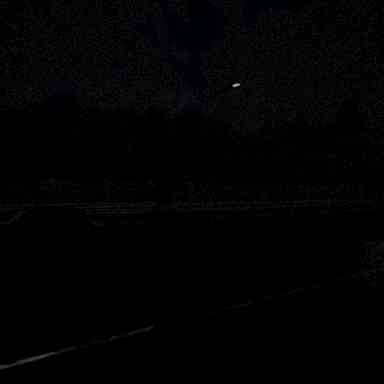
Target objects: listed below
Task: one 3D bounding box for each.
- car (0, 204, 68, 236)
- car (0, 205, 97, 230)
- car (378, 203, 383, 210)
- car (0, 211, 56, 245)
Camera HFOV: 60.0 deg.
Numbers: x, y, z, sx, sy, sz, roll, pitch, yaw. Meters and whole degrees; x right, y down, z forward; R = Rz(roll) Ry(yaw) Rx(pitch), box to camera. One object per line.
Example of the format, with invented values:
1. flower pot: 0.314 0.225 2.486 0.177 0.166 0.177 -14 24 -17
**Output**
1. car: -9.717 1.510 18.538 4.902 1.511 2.128 1 0 -35
2. car: -5.939 1.369 12.634 4.553 1.767 2.097 1 0 -35
3. car: 26.060 1.633 42.964 5.008 1.535 1.882 0 0 -33
4. car: -8.796 1.610 14.903 4.718 1.301 1.895 1 0 -35
